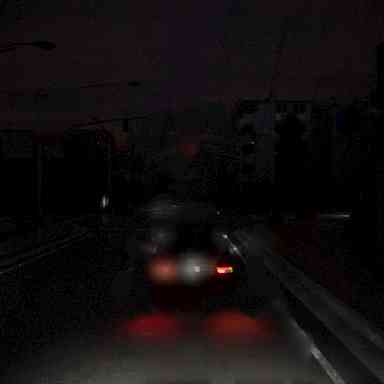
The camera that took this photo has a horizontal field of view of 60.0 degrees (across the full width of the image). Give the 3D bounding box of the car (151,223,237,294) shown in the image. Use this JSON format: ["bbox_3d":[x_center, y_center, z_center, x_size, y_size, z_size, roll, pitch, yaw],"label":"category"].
[{"bbox_3d":[0.038,1.547,8.901,2.033,1.411,5.357,0,0,0],"label":"car"}]

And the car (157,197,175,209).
[{"bbox_3d":[-3.712,1.526,46.013,1.812,1.442,4.674,0,0,0],"label":"car"}]
